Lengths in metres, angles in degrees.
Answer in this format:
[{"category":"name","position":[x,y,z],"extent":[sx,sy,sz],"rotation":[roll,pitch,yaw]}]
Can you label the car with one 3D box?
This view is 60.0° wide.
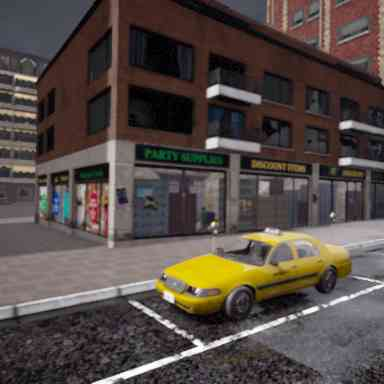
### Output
[{"category":"car","position":[1.569,1.496,7.191],"extent":[4.829,1.417,1.752],"rotation":[0,2,-35]}]
